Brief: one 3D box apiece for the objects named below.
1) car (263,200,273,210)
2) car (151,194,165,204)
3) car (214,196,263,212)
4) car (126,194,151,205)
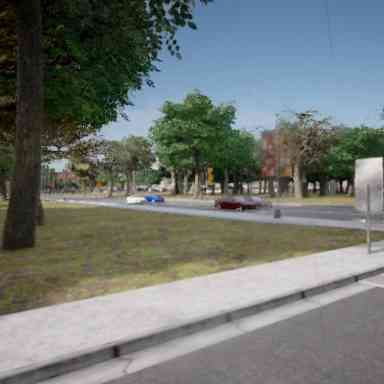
[{"bbox_3d":[6.504,1.141,35.527,1.812,1.442,4.674,-1,1,-35],"label":"car"},{"bbox_3d":[-6.200,1.076,53.847,1.882,1.535,5.008,-1,0,-35],"label":"car"},{"bbox_3d":[4.281,1.142,33.033,1.882,1.535,5.008,-1,1,-35],"label":"car"},{"bbox_3d":[-8.645,1.173,51.666,1.812,1.442,4.674,-1,0,-34],"label":"car"}]
